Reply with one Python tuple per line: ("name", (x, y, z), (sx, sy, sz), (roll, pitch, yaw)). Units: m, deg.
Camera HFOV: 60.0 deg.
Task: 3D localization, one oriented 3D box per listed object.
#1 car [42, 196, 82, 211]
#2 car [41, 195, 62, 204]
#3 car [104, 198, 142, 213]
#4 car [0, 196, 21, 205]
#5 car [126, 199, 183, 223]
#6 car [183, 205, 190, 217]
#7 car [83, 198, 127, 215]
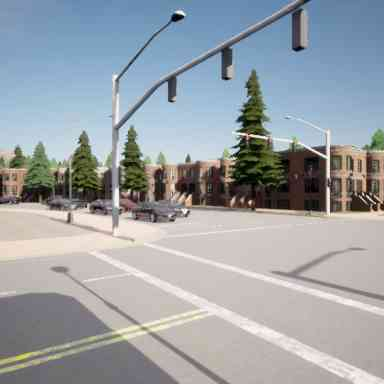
("car", (-15.835, 1.522, 40.506), (4.674, 1.442, 1.812), (0, 0, 37))
("car", (-23.276, 1.348, 56.466), (4.553, 1.767, 2.097), (0, 0, 21))
("car", (-7.880, 1.473, 37.836), (1.882, 1.535, 5.008), (0, 0, -43))
("car", (-32.959, 1.489, 58.935), (4.902, 1.511, 2.128), (0, 0, 9))
("car", (-3.036, 1.501, 25.990), (1.837, 1.490, 4.892), (0, 0, -36))
("car", (-2.080, 1.487, 30.538), (2.128, 1.511, 4.902), (0, 0, -37))
("car", (-8.682, 1.488, 33.390), (2.128, 1.511, 4.902), (0, 0, -39))
